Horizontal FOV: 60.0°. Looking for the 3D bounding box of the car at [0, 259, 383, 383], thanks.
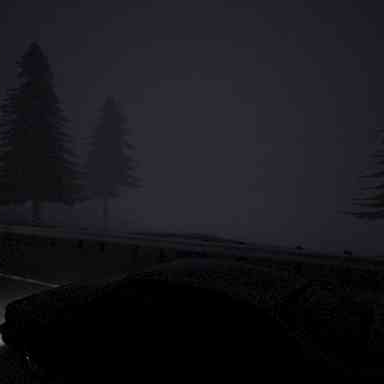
[{"bbox_3d":[0.039,1.535,3.764,5.357,1.411,2.033,0,0,33],"label":"car"}]
